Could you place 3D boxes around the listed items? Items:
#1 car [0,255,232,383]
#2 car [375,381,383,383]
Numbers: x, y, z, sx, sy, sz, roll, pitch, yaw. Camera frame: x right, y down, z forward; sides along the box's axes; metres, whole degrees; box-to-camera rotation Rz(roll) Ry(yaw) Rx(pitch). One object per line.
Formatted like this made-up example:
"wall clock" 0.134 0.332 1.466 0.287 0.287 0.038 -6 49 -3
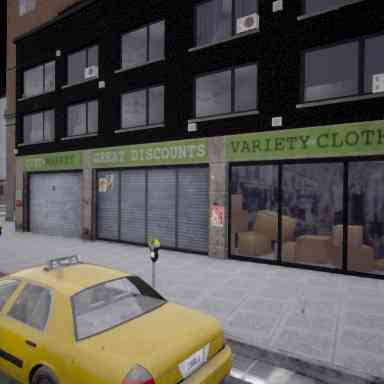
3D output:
"car" -1.855 1.524 4.416 4.829 1.417 1.752 0 1 36
"car" 2.829 1.551 1.071 4.403 1.369 2.008 0 1 36
